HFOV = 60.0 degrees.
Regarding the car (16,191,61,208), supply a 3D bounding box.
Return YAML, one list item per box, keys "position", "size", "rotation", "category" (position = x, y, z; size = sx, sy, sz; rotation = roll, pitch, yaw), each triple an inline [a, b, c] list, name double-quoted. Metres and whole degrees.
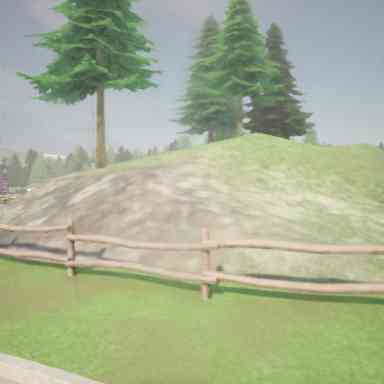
- position: [-20.118, 0.930, 43.205]
  size: [2.150, 2.045, 5.566]
  rotation: [0, 1, 15]
  category: "car"
